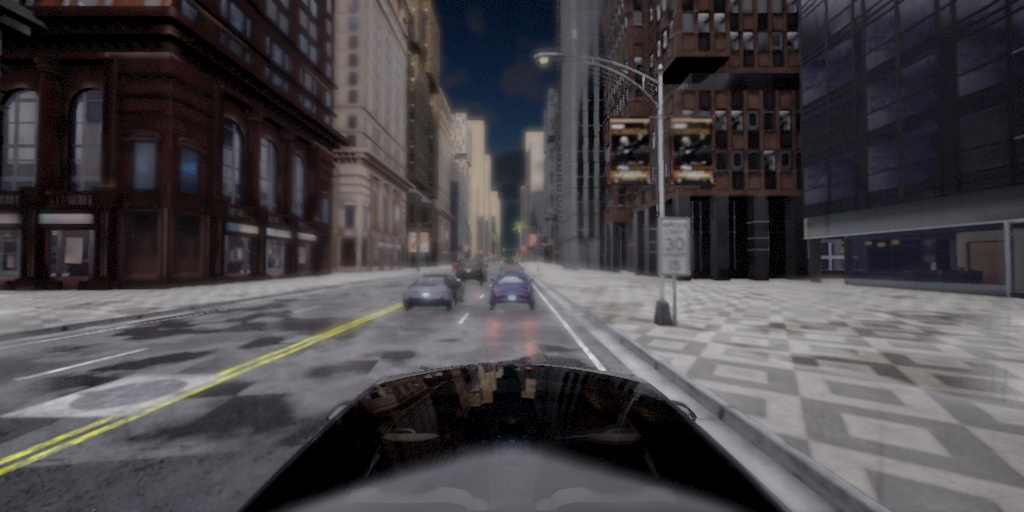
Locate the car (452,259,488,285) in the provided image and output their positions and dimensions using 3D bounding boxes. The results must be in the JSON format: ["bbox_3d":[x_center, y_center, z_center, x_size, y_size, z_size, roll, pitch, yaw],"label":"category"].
[{"bbox_3d":[-3.240,1.257,29.454,2.150,2.045,5.566,0,0,0],"label":"car"}]

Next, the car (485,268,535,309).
[{"bbox_3d":[0.020,1.417,15.778,1.812,1.442,4.674,0,0,0],"label":"car"}]

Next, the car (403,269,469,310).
[{"bbox_3d":[-3.232,1.453,15.529,1.994,1.385,4.181,0,0,0],"label":"car"}]

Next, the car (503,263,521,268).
[{"bbox_3d":[0.019,1.392,30.311,2.097,1.767,4.553,0,-1,0],"label":"car"}]
